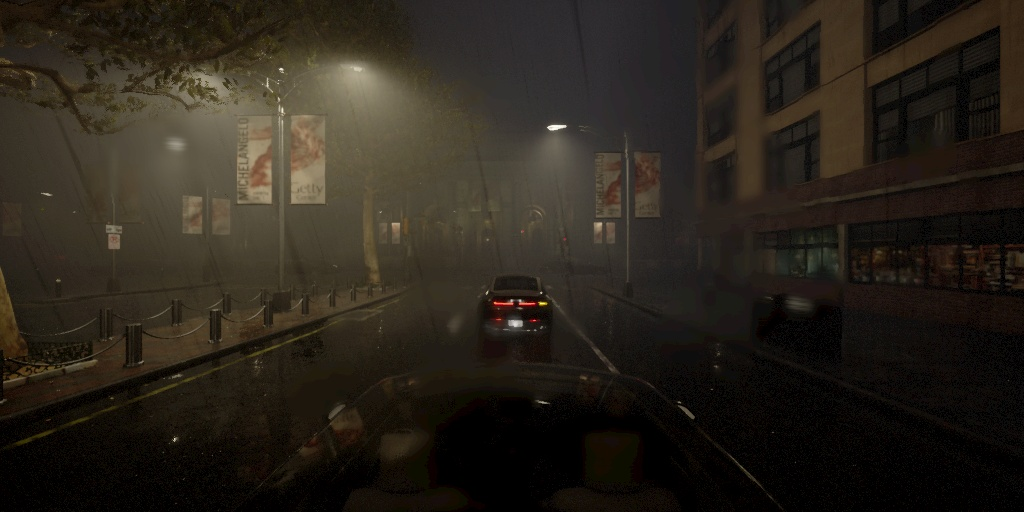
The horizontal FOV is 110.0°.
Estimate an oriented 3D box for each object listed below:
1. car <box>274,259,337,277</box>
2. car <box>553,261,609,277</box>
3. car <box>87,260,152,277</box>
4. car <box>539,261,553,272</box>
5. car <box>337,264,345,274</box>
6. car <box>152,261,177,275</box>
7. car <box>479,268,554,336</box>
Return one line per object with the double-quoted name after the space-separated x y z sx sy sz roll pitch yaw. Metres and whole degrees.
-20.167 1.227 34.705 5.008 1.535 1.882 0 0 1 "car"
6.757 1.241 34.377 4.902 1.511 2.128 0 0 1 "car"
-38.398 1.312 34.905 4.181 1.385 1.994 0 0 0 "car"
5.233 1.254 37.895 4.892 1.490 1.837 0 0 1 "car"
-20.307 1.102 38.207 4.553 1.767 2.097 0 0 1 "car"
-38.889 1.228 38.411 5.008 1.535 1.882 1 0 0 "car"
0.124 1.255 10.385 1.837 1.490 4.892 0 0 1 "car"
